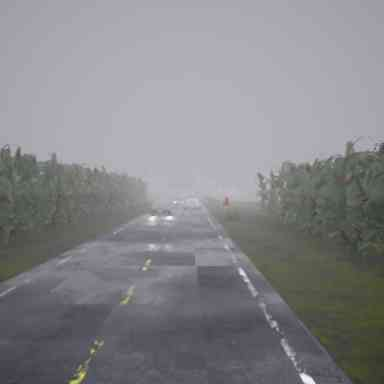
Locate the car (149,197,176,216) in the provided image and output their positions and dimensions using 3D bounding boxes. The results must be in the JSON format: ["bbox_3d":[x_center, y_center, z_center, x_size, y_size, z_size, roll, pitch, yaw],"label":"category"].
[{"bbox_3d":[-2.838,1.423,31.774,1.812,1.442,4.674,0,0,0],"label":"car"}]

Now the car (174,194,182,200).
[{"bbox_3d":[-2.728,1.194,71.615,1.837,1.490,4.892,0,0,0],"label":"car"}]

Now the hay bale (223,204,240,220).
[{"bbox_3d":[3.126,1.571,26.607,1.220,1.180,1.240,-1,0,0],"label":"hay bale"}]

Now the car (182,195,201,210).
[{"bbox_3d":[0.046,1.392,39.416,1.812,1.442,4.674,0,0,1],"label":"car"}]

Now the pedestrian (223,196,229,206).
[{"bbox_3d":[2.833,1.220,27.712,0.375,1.860,0.375,1,0,-3],"label":"pedestrian"}]
